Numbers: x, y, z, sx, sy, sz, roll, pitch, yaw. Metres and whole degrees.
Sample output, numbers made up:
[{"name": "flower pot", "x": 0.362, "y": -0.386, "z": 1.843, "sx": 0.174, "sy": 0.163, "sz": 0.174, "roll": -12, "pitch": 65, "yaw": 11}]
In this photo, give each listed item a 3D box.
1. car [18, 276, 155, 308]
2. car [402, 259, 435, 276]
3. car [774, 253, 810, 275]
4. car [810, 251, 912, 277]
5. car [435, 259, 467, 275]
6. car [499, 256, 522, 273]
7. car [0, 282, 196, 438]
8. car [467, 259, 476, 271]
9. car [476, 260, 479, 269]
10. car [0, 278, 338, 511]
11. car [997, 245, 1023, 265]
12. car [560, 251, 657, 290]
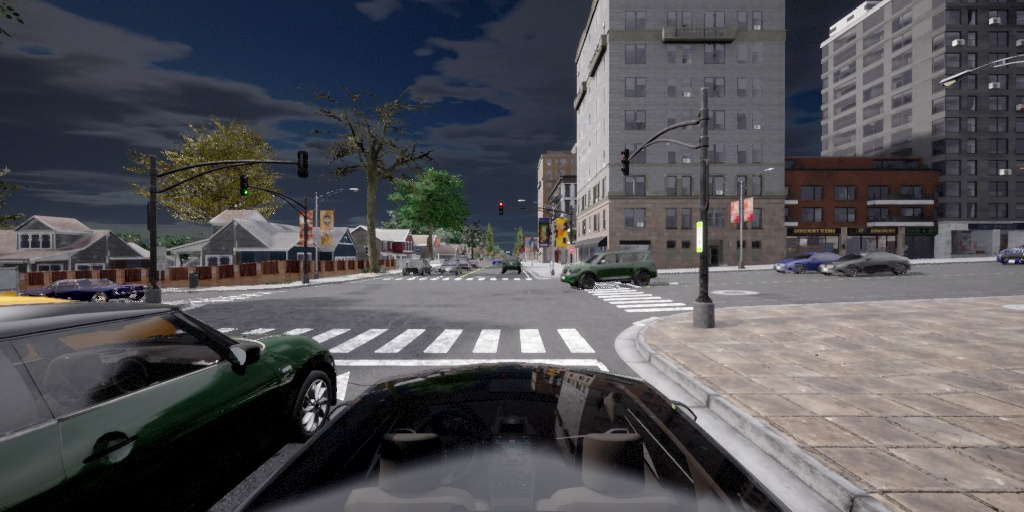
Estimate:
[{"name": "car", "x": -21.627, "y": 1.806, "z": 18.370, "sx": 4.718, "sy": 1.301, "sz": 1.895, "roll": -2, "pitch": 0, "yaw": 0}, {"name": "car", "x": -9.868, "y": 1.120, "z": 37.471, "sx": 2.097, "sy": 1.767, "sz": 4.553, "roll": 0, "pitch": 0, "yaw": 0}, {"name": "car", "x": 20.910, "y": 0.477, "z": 24.993, "sx": 4.674, "sy": 1.442, "sz": 1.812, "roll": -2, "pitch": 0, "yaw": 0}, {"name": "car", "x": 21.327, "y": 0.471, "z": 21.744, "sx": 4.674, "sy": 1.442, "sz": 1.812, "roll": -2, "pitch": 0, "yaw": 0}, {"name": "car", "x": -6.618, "y": 1.262, "z": 39.548, "sx": 2.128, "sy": 1.511, "sz": 4.902, "roll": 0, "pitch": 0, "yaw": 0}, {"name": "car", "x": -0.014, "y": 0.999, "z": 43.444, "sx": 2.150, "sy": 2.045, "sz": 5.566, "roll": 0, "pitch": 0, "yaw": 1}, {"name": "car", "x": -6.548, "y": 1.227, "z": 3.825, "sx": 1.882, "sy": 1.535, "sz": 5.008, "roll": 0, "pitch": 0, "yaw": 1}, {"name": "car", "x": -6.629, "y": 1.335, "z": 49.266, "sx": 2.033, "sy": 1.411, "sz": 5.357, "roll": 0, "pitch": 0, "yaw": 0}, {"name": "car", "x": -6.625, "y": 1.321, "z": 59.612, "sx": 1.837, "sy": 1.490, "sz": 4.892, "roll": 0, "pitch": 0, "yaw": 0}, {"name": "car", "x": -3.151, "y": 1.102, "z": 2.482, "sx": 2.097, "sy": 1.767, "sz": 4.553, "roll": 0, "pitch": 0, "yaw": 0}, {"name": "car", "x": 37.119, "y": -0.295, "z": 25.027, "sx": 4.553, "sy": 1.767, "sz": 2.097, "roll": -2, "pitch": 0, "yaw": 0}, {"name": "car", "x": 5.625, "y": 0.770, "z": 20.932, "sx": 5.566, "sy": 2.045, "sz": 2.150, "roll": -3, "pitch": 0, "yaw": -11}]
